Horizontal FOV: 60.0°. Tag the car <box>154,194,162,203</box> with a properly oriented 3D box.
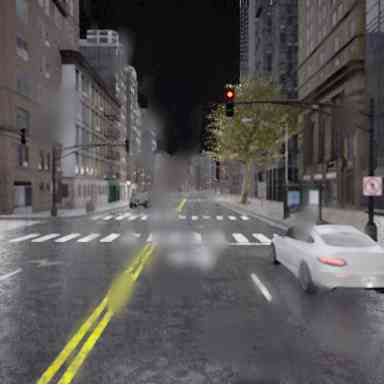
[{"bbox_3d":[-6.541,1.178,59.559,1.882,1.535,5.008,0,0,1],"label":"car"}]

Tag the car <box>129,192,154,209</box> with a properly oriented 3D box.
[{"bbox_3d":[-6.581,1.033,42.694,2.150,2.045,5.566,0,0,0],"label":"car"}]

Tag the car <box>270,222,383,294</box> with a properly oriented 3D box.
[{"bbox_3d":[3.350,1.492,8.594,1.812,1.442,4.674,0,0,0],"label":"car"}]
